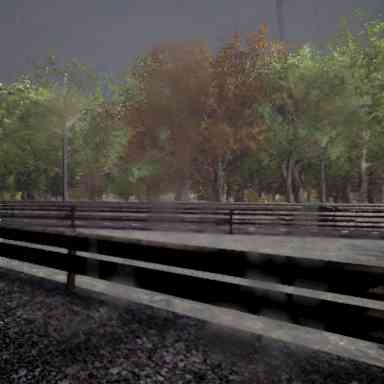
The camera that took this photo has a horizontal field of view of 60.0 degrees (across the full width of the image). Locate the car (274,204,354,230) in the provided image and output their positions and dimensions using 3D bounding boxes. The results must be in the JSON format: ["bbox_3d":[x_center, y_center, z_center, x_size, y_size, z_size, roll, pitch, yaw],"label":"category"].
[{"bbox_3d":[7.780,1.575,21.554,4.892,1.490,1.837,0,0,17],"label":"car"}]
